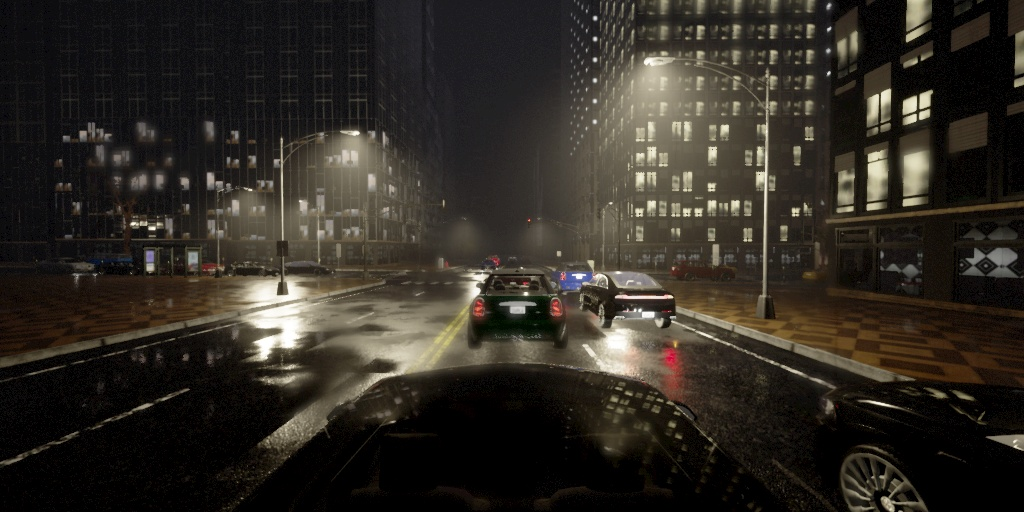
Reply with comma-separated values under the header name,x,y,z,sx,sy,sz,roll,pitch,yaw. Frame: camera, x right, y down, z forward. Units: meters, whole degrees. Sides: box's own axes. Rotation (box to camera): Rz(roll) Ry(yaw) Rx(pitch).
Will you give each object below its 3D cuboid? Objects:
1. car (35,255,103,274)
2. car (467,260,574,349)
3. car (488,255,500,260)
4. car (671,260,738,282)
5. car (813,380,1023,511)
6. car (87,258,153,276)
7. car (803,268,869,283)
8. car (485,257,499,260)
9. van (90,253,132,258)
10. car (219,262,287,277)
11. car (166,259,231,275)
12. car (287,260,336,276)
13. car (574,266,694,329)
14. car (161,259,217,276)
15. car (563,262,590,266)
name,x,y,z,sx,sy,sz,roll,pitch,yaw
car,-42.908,0.904,34.517,4.674,1.442,1.812,1,1,2
car,0.111,1.098,9.306,2.097,1.767,4.553,0,0,0
car,-3.244,0.922,61.032,2.150,2.045,5.566,0,0,0
car,16.235,1.267,30.769,5.009,1.841,2.192,0,0,1
car,3.344,1.242,0.888,2.128,1.511,4.902,0,0,0
car,-34.053,1.067,31.676,4.313,1.339,1.948,0,0,1
car,27.684,1.577,30.556,4.829,1.417,1.751,0,0,1
car,-3.275,1.238,50.808,1.812,1.442,4.674,0,0,0
van,-45.232,0.602,40.352,3.998,1.789,1.690,0,0,1
car,-22.689,1.172,31.353,4.313,1.339,1.948,0,0,1
car,-29.878,1.022,34.216,4.674,1.442,1.812,1,1,1
car,-19.660,1.137,33.980,5.357,1.411,2.033,0,1,0
car,3.364,1.236,11.280,2.128,1.511,4.902,0,0,0
car,-28.372,1.136,31.494,4.207,1.307,1.802,0,0,1
car,3.377,1.091,20.122,2.097,1.767,4.553,0,0,0
